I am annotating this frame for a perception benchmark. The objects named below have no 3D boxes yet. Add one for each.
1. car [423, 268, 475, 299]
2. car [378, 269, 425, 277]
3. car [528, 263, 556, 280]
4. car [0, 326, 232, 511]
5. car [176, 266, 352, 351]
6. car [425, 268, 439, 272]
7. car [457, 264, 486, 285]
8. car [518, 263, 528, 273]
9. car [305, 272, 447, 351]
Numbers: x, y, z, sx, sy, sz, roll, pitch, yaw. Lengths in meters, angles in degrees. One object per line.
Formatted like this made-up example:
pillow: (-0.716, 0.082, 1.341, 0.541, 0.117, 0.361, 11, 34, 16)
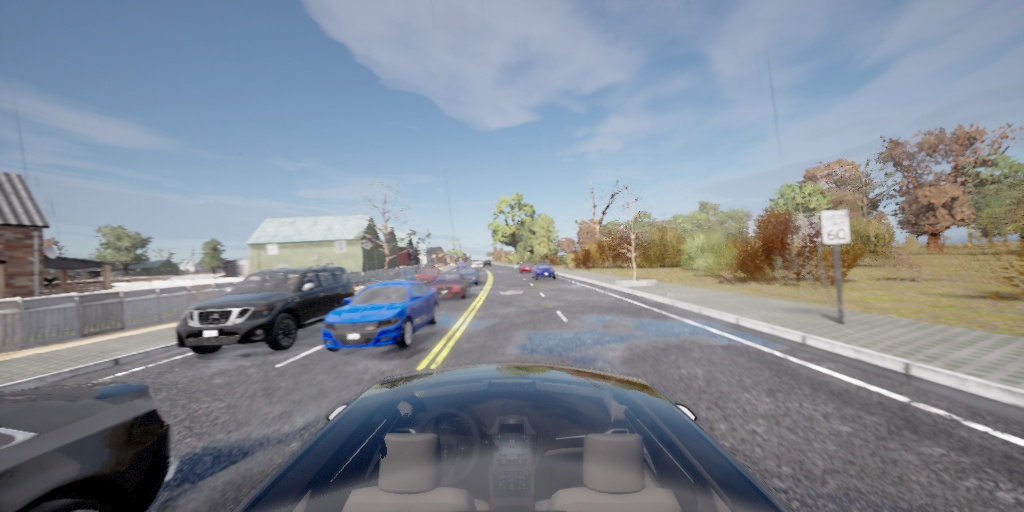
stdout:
car: (-3.432, 1.631, 20.045, 1.994, 1.385, 4.181, -3, 0, -1)
car: (-6.693, 1.581, 20.337, 2.097, 1.767, 4.553, -3, 0, -1)
car: (2.847, 1.390, 33.018, 1.812, 1.442, 4.674, -3, 0, -2)
car: (-3.506, 1.405, 0.621, 2.128, 1.511, 4.902, -3, 0, 1)
car: (-6.632, 1.370, 10.636, 2.150, 2.045, 5.566, -3, 0, 0)
car: (-6.908, 1.797, 30.680, 1.882, 1.535, 5.008, -3, 0, -2)
car: (-3.651, 1.708, 30.582, 2.033, 1.411, 5.357, -3, 0, -1)
car: (1.893, 1.600, 49.581, 1.994, 1.385, 4.181, -3, 0, -4)
car: (-3.379, 1.462, 10.144, 1.882, 1.535, 5.008, -3, 0, 0)
